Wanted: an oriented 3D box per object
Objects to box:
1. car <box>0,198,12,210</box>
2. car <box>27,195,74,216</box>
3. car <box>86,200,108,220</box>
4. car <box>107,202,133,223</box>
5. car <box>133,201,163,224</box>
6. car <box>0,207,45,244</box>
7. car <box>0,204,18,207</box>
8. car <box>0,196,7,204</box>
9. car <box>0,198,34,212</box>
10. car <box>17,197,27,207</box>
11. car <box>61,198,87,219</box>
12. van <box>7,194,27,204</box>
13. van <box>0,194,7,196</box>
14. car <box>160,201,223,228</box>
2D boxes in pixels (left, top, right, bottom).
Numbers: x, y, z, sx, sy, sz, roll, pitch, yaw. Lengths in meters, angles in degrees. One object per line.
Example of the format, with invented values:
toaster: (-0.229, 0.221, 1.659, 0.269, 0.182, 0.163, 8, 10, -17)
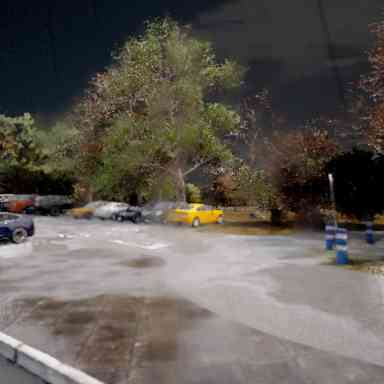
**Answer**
car: (-26.415, 1.525, 43.155, 2.097, 1.535, 5.008, 0, 0, 36)
car: (-12.959, 1.284, 33.413, 2.435, 2.045, 5.566, 0, 0, 36)
car: (-6.254, 1.610, 28.506, 2.002, 1.452, 4.674, 0, 0, 36)
car: (-4.028, 1.611, 26.857, 2.163, 1.488, 4.792, 0, 0, 36)
car: (-1.852, 1.467, 25.351, 2.185, 1.767, 4.553, 0, 0, 36)
car: (-9.472, 1.631, 14.646, 2.163, 1.488, 4.792, 0, 0, 36)
car: (-11.699, 1.590, 16.305, 2.097, 1.535, 5.008, 0, 0, 36)
car: (-19.784, 1.538, 38.370, 2.163, 1.488, 4.792, 0, 0, 36)
car: (-21.920, 1.539, 39.921, 2.163, 1.488, 4.792, 0, 0, 36)
car: (-15.234, 1.554, 34.995, 2.163, 1.488, 4.792, 0, 0, 36)
car: (-8.603, 1.556, 29.986, 1.946, 1.575, 5.366, 0, 0, 36)
van: (-17.490, 1.288, 36.812, 1.878, 1.987, 4.442, 0, 0, 36)
van: (-24.228, 1.290, 41.427, 1.878, 1.987, 4.442, 0, 0, 36)
car: (0.369, 1.604, 23.694, 2.097, 1.535, 5.008, 0, 0, 36)
